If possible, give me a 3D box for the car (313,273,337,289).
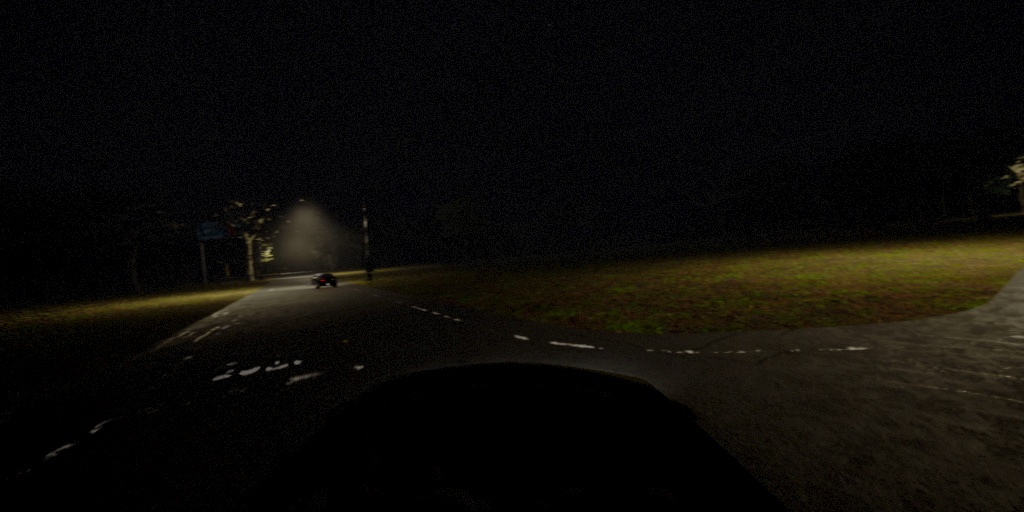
[{"bbox_3d":[-20.138,2.707,38.841,1.837,1.490,4.892,-4,0,-31],"label":"car"}]
